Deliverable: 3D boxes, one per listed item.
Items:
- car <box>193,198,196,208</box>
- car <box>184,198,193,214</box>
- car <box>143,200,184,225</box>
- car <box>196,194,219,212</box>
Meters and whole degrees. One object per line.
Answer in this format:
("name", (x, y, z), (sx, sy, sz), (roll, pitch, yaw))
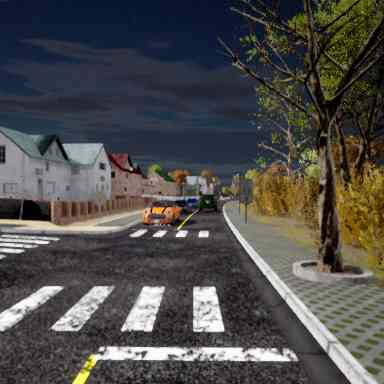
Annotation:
("car", (-0.006, 1.651, 49.447), (1.812, 1.442, 4.674), (0, 0, 6))
("car", (-1.268, 1.572, 35.939), (1.812, 1.442, 4.674), (0, 0, 5))
("car", (-2.131, 1.359, 24.212), (2.097, 1.767, 4.553), (0, 0, 6))
("car", (2.057, 1.290, 40.499), (2.150, 2.045, 5.566), (0, 0, 5))
